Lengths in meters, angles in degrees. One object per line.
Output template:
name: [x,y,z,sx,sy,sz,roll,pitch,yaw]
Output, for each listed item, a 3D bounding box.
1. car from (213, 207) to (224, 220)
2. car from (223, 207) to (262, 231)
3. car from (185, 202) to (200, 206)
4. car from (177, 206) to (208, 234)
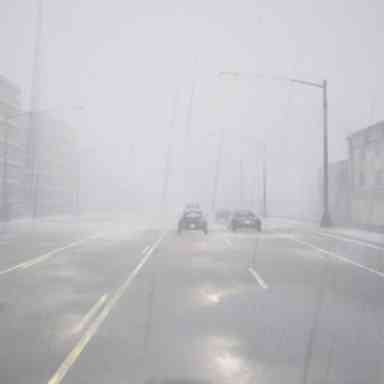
car: [3.580,2.541,39.096,2.128,1.511,4.902,0,-3,0]
car: [3.554,1.929,23.255,1.994,1.385,4.181,0,-2,0]
car: [0.079,2.230,38.217,2.150,2.045,5.566,0,-3,0]
car: [0.042,1.821,21.074,1.812,1.442,4.674,0,-2,1]
